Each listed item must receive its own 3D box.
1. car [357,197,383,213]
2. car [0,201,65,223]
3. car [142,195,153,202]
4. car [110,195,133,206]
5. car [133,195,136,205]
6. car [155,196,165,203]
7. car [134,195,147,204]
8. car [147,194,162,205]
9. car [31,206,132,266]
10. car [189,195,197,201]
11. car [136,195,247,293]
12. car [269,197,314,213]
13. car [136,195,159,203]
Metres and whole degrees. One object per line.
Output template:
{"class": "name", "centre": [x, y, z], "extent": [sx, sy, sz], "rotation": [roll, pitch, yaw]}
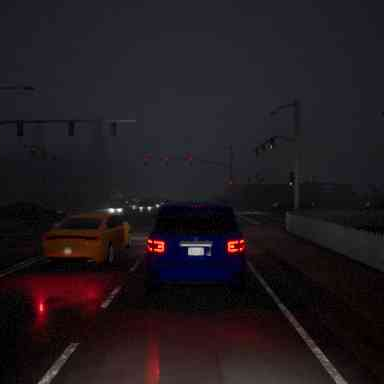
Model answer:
{"class": "car", "centre": [20.518, 1.352, 36.268], "extent": [4.553, 1.767, 2.097], "rotation": [0, 0, -1]}
{"class": "car", "centre": [-12.002, 1.477, 25.109], "extent": [5.008, 1.535, 1.882], "rotation": [0, 0, -1]}
{"class": "car", "centre": [-10.308, 1.524, 77.359], "extent": [1.812, 1.442, 4.674], "rotation": [0, 0, 0]}
{"class": "car", "centre": [-10.477, 1.491, 48.207], "extent": [2.128, 1.511, 4.902], "rotation": [0, 0, 0]}
{"class": "car", "centre": [-10.436, 1.352, 57.419], "extent": [2.097, 1.767, 4.553], "rotation": [0, 0, 0]}
{"class": "car", "centre": [-6.822, 1.524, 71.685], "extent": [1.812, 1.442, 4.674], "rotation": [0, 0, 0]}
{"class": "car", "centre": [-10.350, 1.477, 66.990], "extent": [1.882, 1.535, 5.008], "rotation": [0, 0, 1]}
{"class": "car", "centre": [-6.911, 1.352, 61.687], "extent": [2.097, 1.767, 4.553], "rotation": [0, 0, 0]}
{"class": "car", "centre": [-3.395, 1.478, 11.619], "extent": [1.882, 1.535, 5.008], "rotation": [0, 0, 0]}
{"class": "car", "centre": [0.221, 1.540, 88.985], "extent": [2.033, 1.411, 5.357], "rotation": [0, 0, 0]}
{"class": "car", "centre": [0.085, 1.221, 8.996], "extent": [2.150, 2.045, 5.566], "rotation": [0, 0, 0]}
{"class": "car", "centre": [10.736, 1.352, 36.049], "extent": [4.553, 1.767, 2.097], "rotation": [0, 0, -1]}
{"class": "car", "centre": [-6.966, 1.547, 52.205], "extent": [2.033, 1.411, 5.357], "rotation": [0, 0, 0]}
